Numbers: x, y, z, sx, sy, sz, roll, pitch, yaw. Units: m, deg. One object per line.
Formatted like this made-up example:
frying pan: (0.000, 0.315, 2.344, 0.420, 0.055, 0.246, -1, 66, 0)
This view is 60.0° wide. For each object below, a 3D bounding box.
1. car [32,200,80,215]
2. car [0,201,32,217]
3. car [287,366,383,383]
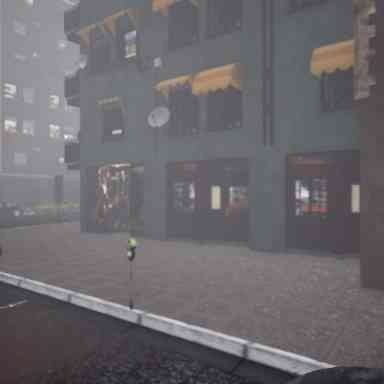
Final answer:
car: (-13.119, 1.381, 32.106, 1.752, 1.417, 4.829, 1, 1, 35)
car: (-16.216, 1.481, 27.685, 2.008, 1.369, 4.403, 1, 1, 35)
car: (2.313, 1.545, 1.218, 4.403, 1.369, 2.008, 0, 0, 36)
